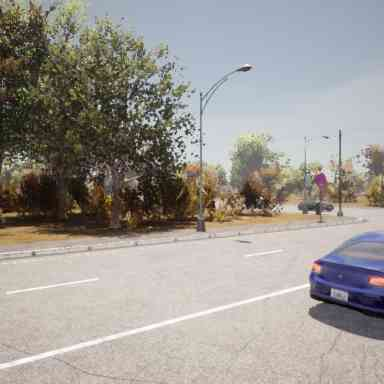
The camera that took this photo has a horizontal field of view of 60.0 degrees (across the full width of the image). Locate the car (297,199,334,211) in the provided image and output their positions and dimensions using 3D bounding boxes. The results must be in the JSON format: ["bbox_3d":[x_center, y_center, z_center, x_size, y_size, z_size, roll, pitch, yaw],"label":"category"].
[{"bbox_3d":[14.628,1.564,39.470,1.994,1.385,4.181,0,0,-32],"label":"car"}]

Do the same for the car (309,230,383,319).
[{"bbox_3d":[4.299,1.526,6.821,4.674,1.442,1.812,0,0,-36],"label":"car"}]
